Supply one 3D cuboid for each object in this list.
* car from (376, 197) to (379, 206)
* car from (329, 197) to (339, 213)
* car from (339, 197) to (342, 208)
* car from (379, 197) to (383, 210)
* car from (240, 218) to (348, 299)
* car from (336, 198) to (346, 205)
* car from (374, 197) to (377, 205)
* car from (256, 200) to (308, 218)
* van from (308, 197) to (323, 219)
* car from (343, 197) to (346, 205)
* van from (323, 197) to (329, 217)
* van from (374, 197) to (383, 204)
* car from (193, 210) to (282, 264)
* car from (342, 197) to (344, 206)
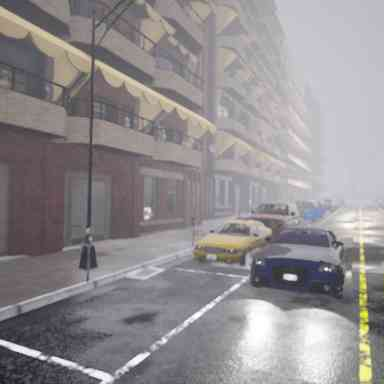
[{"bbox_3d":[33.678,1.935,57.752,1.967,1.590,4.097,1,0,27],"label":"car"},{"bbox_3d":[16.723,1.623,41.604,2.192,1.841,5.009,2,0,27],"label":"car"},{"bbox_3d":[19.219,1.668,46.538,2.192,1.841,5.009,2,0,27],"label":"car"},{"bbox_3d":[28.689,1.712,47.880,2.192,1.841,5.009,1,0,27],"label":"car"},{"bbox_3d":[2.964,1.620,8.756,1.994,1.385,4.181,0,0,27],"label":"car"},{"bbox_3d":[34.187,2.202,76.150,1.887,1.381,4.507,1,0,27],"label":"car"},{"bbox_3d":[38.668,2.182,67.624,1.802,1.307,4.206,1,0,27],"label":"car"},{"bbox_3d":[4.245,1.421,16.929,2.192,1.841,5.009,2,0,27],"label":"car"},{"bbox_3d":[9.235,1.522,26.797,1.690,1.788,3.998,2,0,27],"label":"van"},{"bbox_3d":[31.697,1.917,71.214,2.192,1.841,5.009,1,0,27],"label":"car"},{"bbox_3d":[11.731,1.563,31.734,1.690,1.788,3.998,2,0,27],"label":"van"},{"bbox_3d":[46.161,2.114,82.432,1.690,1.788,3.998,1,0,27],"label":"van"},{"bbox_3d":[1.666,1.596,11.842,1.752,1.417,4.829,2,0,27],"label":"car"},{"bbox_3d":[24.204,2.012,56.411,1.947,1.339,4.313,2,0,27],"label":"car"}]
